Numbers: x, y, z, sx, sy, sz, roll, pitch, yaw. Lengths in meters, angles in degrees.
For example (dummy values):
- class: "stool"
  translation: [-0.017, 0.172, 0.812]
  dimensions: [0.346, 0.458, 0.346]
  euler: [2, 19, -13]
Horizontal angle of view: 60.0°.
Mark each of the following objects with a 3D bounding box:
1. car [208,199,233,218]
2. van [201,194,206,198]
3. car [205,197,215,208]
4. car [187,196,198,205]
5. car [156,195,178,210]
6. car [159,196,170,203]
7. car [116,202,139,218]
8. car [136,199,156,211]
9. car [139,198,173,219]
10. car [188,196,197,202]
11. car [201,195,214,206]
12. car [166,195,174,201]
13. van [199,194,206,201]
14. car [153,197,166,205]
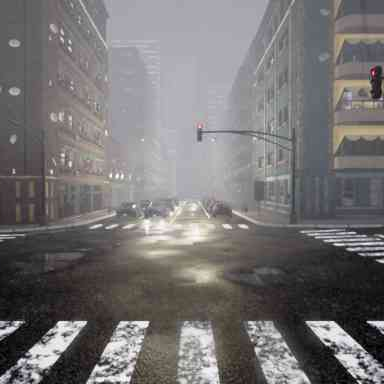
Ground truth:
- class: "car"
  translation: [2.707, 1.584, 30.299]
  dimensions: [1.802, 1.307, 4.206]
  euler: [0, 0, 0]
- class: "van"
  translation: [2.721, 1.353, 52.393]
  dimensions: [1.690, 1.788, 3.998]
  euler: [0, 0, 0]
- class: "car"
  translation: [2.711, 1.570, 35.822]
  dimensions: [1.947, 1.339, 4.313]
  euler: [0, 0, 0]
- class: "car"
  translation: [0.044, 1.542, 59.757]
  dimensions: [1.812, 1.442, 4.674]
  euler: [0, 0, 0]
- class: "car"
  translation: [-3.068, 1.510, 39.941]
  dimensions: [1.837, 1.490, 4.892]
  euler: [0, 0, 0]
- class: "car"
  translation: [-5.646, 1.604, 68.982]
  dimensions: [1.802, 1.307, 4.206]
  euler: [0, 0, 0]
- class: "car"
  translation: [-5.674, 1.568, 30.317]
  dimensions: [1.947, 1.339, 4.313]
  euler: [0, 0, 0]
- class: "car"
  translation: [-5.666, 1.572, 41.364]
  dimensions: [1.947, 1.339, 4.313]
  euler: [0, 0, 0]
- class: "car"
  translation: [-3.079, 1.549, 29.823]
  dimensions: [2.033, 1.411, 5.357]
  euler: [0, 0, 0]
- class: "car"
  translation: [0.052, 1.451, 69.792]
  dimensions: [1.895, 1.301, 4.718]
  euler: [0, 0, 0]
- class: "car"
  translation: [2.719, 1.554, 46.869]
  dimensions: [1.887, 1.381, 4.507]
  euler: [0, 0, 0]
- class: "car"
  translation: [-5.635, 1.561, 85.382]
  dimensions: [1.752, 1.417, 4.829]
  euler: [0, 0, 0]
- class: "van"
  translation: [2.745, 1.377, 85.534]
  dimensions: [1.690, 1.788, 3.998]
  euler: [-1, 0, 0]
- class: "car"
  translation: [-5.654, 1.560, 57.935]
  dimensions: [1.887, 1.381, 4.507]
  euler: [0, 0, 0]
